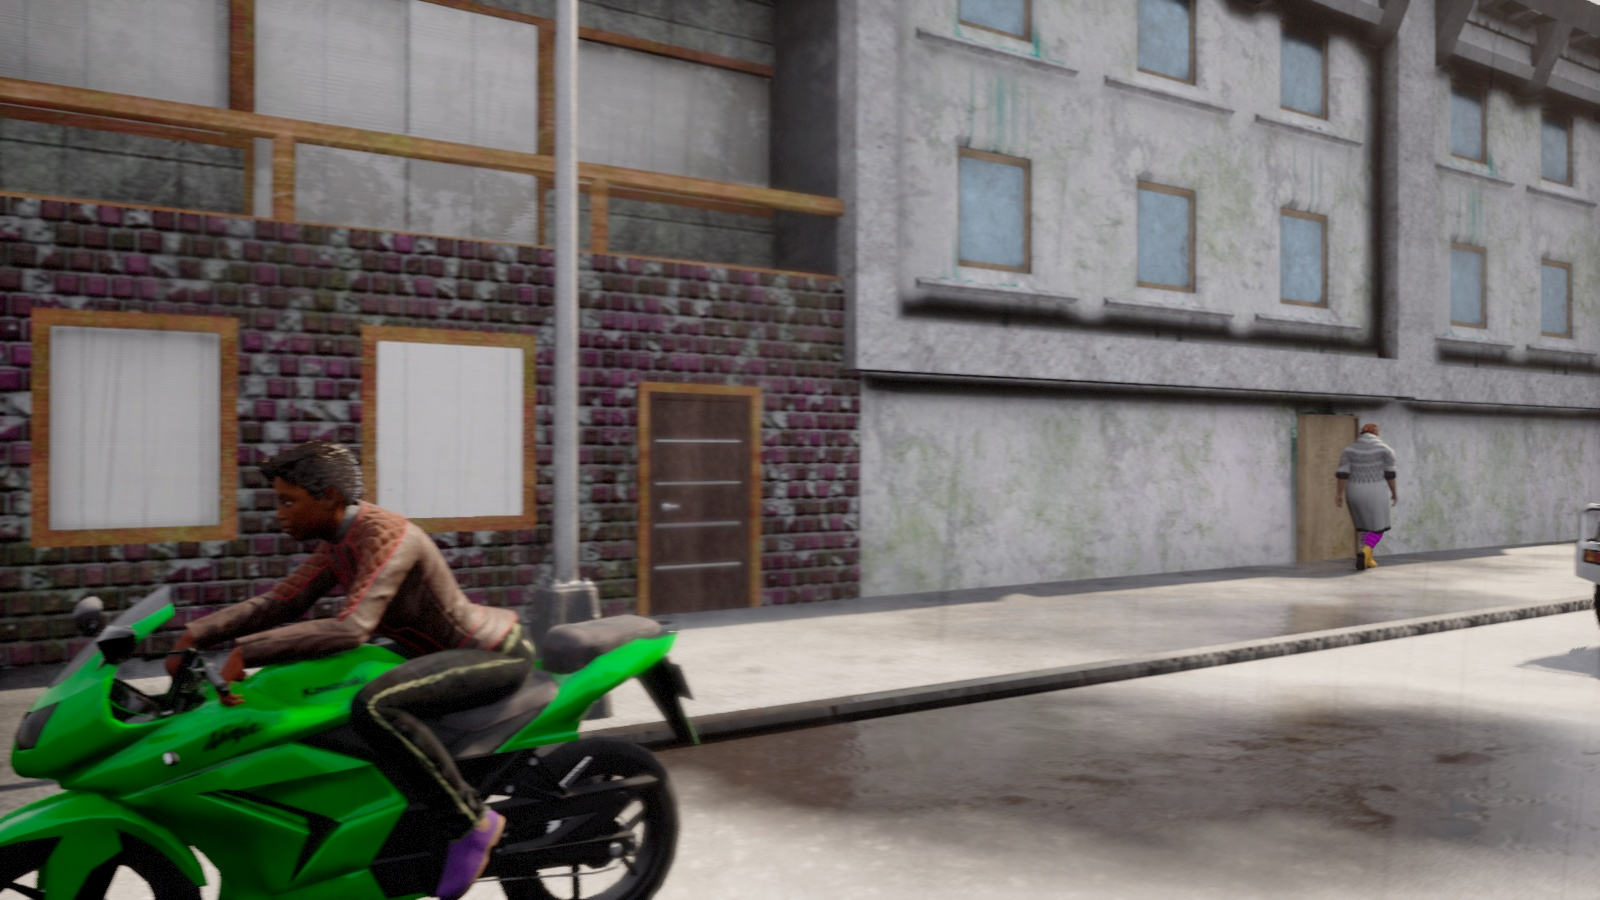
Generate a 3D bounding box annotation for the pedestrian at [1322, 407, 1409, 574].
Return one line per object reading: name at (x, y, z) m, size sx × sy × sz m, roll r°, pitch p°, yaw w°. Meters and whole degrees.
pedestrian at (6.848, 0.477, 15.199) m, size 0.873 × 1.952 × 0.659 m, roll 0°, pitch 0°, yaw -43°

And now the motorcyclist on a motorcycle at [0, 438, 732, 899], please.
motorcyclist on a motorcycle at (-1.266, 0.738, 3.386) m, size 2.044 × 1.523 × 0.797 m, roll 0°, pitch 0°, yaw -35°

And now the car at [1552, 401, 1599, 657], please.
car at (8.045, 0.569, 9.869) m, size 4.605 × 1.855 × 1.932 m, roll 0°, pitch 0°, yaw -35°
